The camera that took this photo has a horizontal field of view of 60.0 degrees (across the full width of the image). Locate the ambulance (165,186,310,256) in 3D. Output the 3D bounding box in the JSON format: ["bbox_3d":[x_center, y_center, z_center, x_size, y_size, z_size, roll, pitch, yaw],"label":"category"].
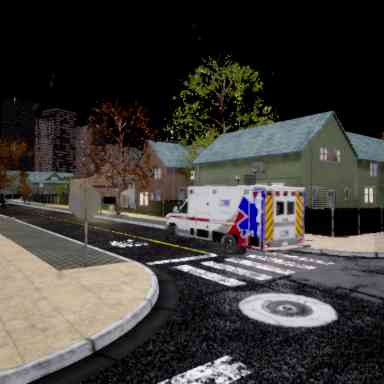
[{"bbox_3d":[1.349,1.035,13.408,2.351,2.431,6.366,1,0,-38],"label":"ambulance"}]

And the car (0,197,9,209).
[{"bbox_3d":[-24.880,1.353,42.684,1.837,1.490,4.892,1,0,-38],"label":"car"}]
